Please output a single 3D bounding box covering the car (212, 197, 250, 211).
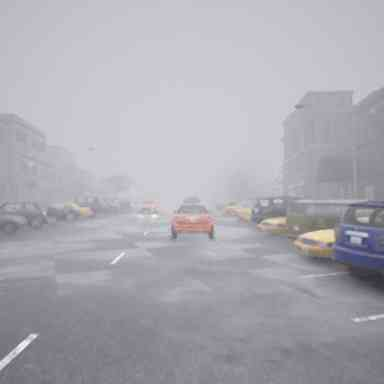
[{"bbox_3d":[6.305,1.951,53.667,5.566,2.045,2.435,1,-2,-20],"label":"car"}]

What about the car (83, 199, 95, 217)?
[{"bbox_3d":[-11.707,1.658,29.695,5.366,1.575,1.946,-1,-1,-20],"label":"car"}]

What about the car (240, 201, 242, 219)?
[{"bbox_3d":[6.469,1.601,23.821,5.366,1.575,1.946,1,-1,-20],"label":"car"}]

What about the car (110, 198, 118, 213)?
[{"bbox_3d":[-11.530,1.816,38.558,4.892,1.521,2.231,0,-1,-20],"label":"car"}]

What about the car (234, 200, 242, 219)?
[{"bbox_3d":[6.459,1.634,26.813,5.366,1.575,1.946,1,-1,-20],"label":"car"}]

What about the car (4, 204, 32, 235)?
[{"bbox_3d":[-11.501,1.580,18.027,4.674,1.452,2.002,-1,-1,-20],"label":"car"}]

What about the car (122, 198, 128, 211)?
[{"bbox_3d":[-11.498,1.976,44.438,4.792,1.488,2.163,0,-2,-20],"label":"car"}]

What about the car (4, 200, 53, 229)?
[{"bbox_3d":[-11.481,1.435,20.961,4.553,1.767,2.185,-1,0,-20],"label":"car"}]

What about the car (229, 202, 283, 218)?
[{"bbox_3d":[6.250,1.746,32.718,4.792,1.488,2.163,1,-1,-20],"label":"car"}]

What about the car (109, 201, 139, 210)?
[{"bbox_3d":[-11.481,2.322,56.160,4.674,1.452,2.002,0,-2,-20],"label":"car"}]

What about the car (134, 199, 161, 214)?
[{"bbox_3d":[-5.205,1.709,39.646,2.097,1.767,4.553,0,-1,0],"label":"car"}]

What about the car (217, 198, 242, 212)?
[{"bbox_3d":[6.105,1.818,38.649,5.366,1.575,1.946,1,-1,-20],"label":"car"}]

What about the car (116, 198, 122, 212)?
[{"bbox_3d":[-11.503,1.750,41.499,4.553,1.767,2.185,0,-1,-20],"label":"car"}]

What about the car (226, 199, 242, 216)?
[{"bbox_3d":[6.107,1.665,29.677,5.366,1.575,1.946,1,-1,-20],"label":"car"}]

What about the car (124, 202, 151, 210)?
[{"bbox_3d":[-11.535,2.967,70.713,5.366,1.575,1.946,0,-4,-19],"label":"car"}]

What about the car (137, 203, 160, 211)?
[{"bbox_3d":[-11.164,3.912,85.402,5.566,2.045,2.435,1,-6,-19],"label":"car"}]

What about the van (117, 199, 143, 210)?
[{"bbox_3d":[-11.552,2.274,61.981,4.442,1.987,1.878,0,-2,-20],"label":"van"}]

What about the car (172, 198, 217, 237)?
[{"bbox_3d":[0.020,1.416,18.393,2.097,1.767,4.553,0,0,0],"label":"car"}]

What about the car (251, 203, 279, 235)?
[{"bbox_3d":[6.142,1.551,17.708,5.366,1.575,1.946,1,0,-20],"label":"car"}]

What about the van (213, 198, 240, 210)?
[{"bbox_3d":[6.248,2.173,59.627,4.442,1.987,1.878,1,-3,-20],"label":"van"}]

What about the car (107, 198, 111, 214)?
[{"bbox_3d":[-11.532,1.756,35.621,4.892,1.521,2.231,-1,-1,-20],"label":"car"}]

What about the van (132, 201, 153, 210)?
[{"bbox_3d":[-11.411,3.161,76.591,4.442,1.987,1.878,1,-4,-19],"label":"van"}]

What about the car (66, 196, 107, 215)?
[{"bbox_3d":[-11.567,1.456,32.679,5.566,2.045,2.435,-1,-1,-20],"label":"car"}]

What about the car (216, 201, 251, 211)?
[{"bbox_3d":[6.337,2.145,50.697,4.792,1.488,2.163,1,-2,-20],"label":"car"}]

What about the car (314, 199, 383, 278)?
[{"bbox_3d":[6.395,1.274,8.798,5.566,2.045,2.435,1,0,-20],"label":"car"}]

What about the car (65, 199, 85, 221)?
[{"bbox_3d":[-11.534,1.622,26.822,5.008,1.535,2.097,-1,-1,-20],"label":"car"}]

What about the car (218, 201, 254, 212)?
[{"bbox_3d":[6.293,2.072,47.693,4.674,1.452,2.002,1,-2,-20],"label":"car"}]

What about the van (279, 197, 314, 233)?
[{"bbox_3d":[6.444,1.319,14.821,4.442,1.987,1.878,1,-1,-20],"label":"van"}]

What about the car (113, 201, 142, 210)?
[{"bbox_3d":[-11.432,2.411,59.092,4.792,1.488,2.163,0,-2,-20],"label":"car"}]

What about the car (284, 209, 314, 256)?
[{"bbox_3d":[6.176,1.527,11.715,5.366,1.575,1.946,1,0,-20],"label":"car"}]

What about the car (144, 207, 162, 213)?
[{"bbox_3d":[-11.076,5.070,94.113,4.792,1.488,2.163,1,-6,-19],"label":"car"}]

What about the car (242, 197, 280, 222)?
[{"bbox_3d":[6.331,1.325,20.779,5.566,2.045,2.435,1,-1,-20],"label":"car"}]

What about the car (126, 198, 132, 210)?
[{"bbox_3d":[-11.523,2.021,47.356,5.008,1.535,2.097,0,-2,-20],"label":"car"}]

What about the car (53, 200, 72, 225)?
[{"bbox_3d":[-11.513,1.587,23.891,5.008,1.535,2.097,-1,0,-20],"label":"car"}]

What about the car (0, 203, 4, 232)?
[{"bbox_3d":[-11.453,1.398,15.095,4.553,1.767,2.185,-1,0,-20],"label":"car"}]
